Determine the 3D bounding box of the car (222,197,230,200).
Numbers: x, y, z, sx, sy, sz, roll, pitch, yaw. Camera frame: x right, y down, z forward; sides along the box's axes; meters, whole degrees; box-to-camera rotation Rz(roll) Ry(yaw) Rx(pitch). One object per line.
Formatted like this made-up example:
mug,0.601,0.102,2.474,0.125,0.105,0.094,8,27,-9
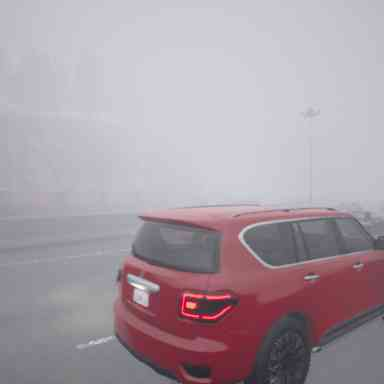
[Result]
car,5.941,1.577,44.155,1.994,1.385,4.181,0,0,26

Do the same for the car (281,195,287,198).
car,23.121,1.480,81.917,1.895,1.301,4.718,0,0,24

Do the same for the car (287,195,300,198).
car,21.933,1.453,70.714,1.837,1.490,4.892,0,0,24

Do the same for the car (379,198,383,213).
car,21.898,1.471,36.616,2.033,1.411,5.357,0,0,26

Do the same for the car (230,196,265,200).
car,6.533,1.496,37.918,2.128,1.511,4.902,0,0,29

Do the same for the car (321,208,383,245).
car,8.198,1.576,16.363,1.895,1.301,4.718,0,0,42

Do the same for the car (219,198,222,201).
car,5.330,1.526,51.014,1.837,1.490,4.892,0,0,25

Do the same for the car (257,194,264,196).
car,17.823,1.402,87.211,1.837,1.490,4.892,0,0,24

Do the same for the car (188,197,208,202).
car,0.878,1.547,49.721,1.837,1.490,4.892,0,0,25

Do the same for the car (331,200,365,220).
car,13.796,1.506,29.243,2.033,1.411,5.357,0,0,33

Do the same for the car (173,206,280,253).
car,1.702,1.484,14.778,5.008,1.535,1.882,0,0,-43

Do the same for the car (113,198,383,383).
car,1.531,1.220,5.278,5.566,2.045,2.150,0,0,-39
